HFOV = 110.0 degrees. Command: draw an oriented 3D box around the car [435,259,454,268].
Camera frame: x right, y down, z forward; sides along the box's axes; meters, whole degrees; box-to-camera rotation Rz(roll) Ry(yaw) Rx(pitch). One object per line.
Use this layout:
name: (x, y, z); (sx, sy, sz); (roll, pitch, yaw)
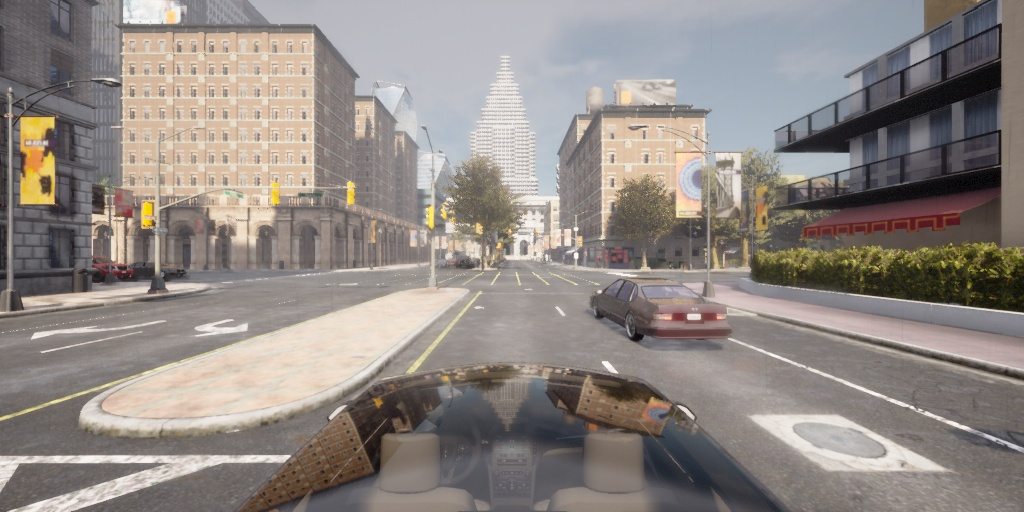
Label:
car: (-11.557, 1.297, 60.073); (2.033, 1.411, 5.357); (0, 0, 0)

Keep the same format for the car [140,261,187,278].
car: (-32.849, 1.255, 32.965); (4.892, 1.490, 1.837); (0, 0, 0)

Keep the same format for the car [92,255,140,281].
car: (-34.648, 0.971, 29.438); (5.566, 2.045, 2.150); (0, 0, 0)

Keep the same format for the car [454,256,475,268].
car: (-8.062, 0.971, 60.697); (2.150, 2.045, 5.566); (0, 0, 0)

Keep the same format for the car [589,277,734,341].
car: (3.634, 1.297, 9.886); (2.033, 1.411, 5.357); (0, 0, -3)
